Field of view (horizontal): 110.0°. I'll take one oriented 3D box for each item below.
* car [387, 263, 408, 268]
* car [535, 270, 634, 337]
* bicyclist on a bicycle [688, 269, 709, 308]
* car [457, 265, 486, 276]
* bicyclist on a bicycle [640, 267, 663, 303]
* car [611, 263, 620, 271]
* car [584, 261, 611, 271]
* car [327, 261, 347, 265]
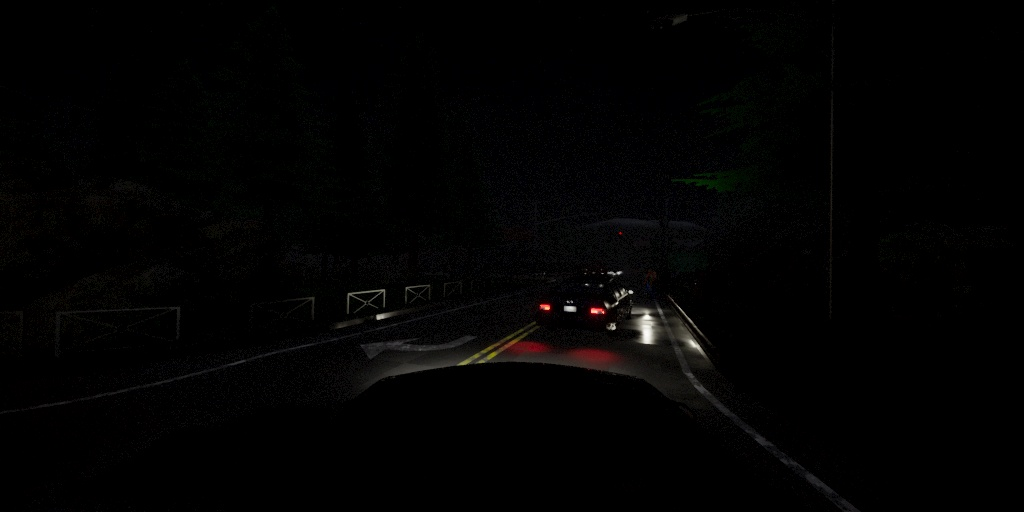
[{"bbox_3d":[-14.727,1.622,48.159,4.181,1.385,1.994,1,-1,20],"label":"car"},{"bbox_3d":[2.313,1.276,10.289,2.033,1.411,5.357,1,-1,24],"label":"car"},{"bbox_3d":[7.888,1.353,15.108,1.656,1.620,0.582,1,-1,-34],"label":"bicyclist on a bicycle"},{"bbox_3d":[-5.331,1.756,44.752,4.181,1.385,1.994,1,-1,20],"label":"car"},{"bbox_3d":[6.444,1.340,16.492,1.656,1.620,0.582,1,-1,-31],"label":"bicyclist on a bicycle"},{"bbox_3d":[16.803,2.208,61.066,2.033,1.411,5.357,1,-1,20],"label":"car"},{"bbox_3d":[9.678,1.539,41.112,2.150,2.045,5.566,-1,-2,19],"label":"car"},{"bbox_3d":[-24.495,1.470,51.998,5.357,1.411,2.033,1,-1,23],"label":"car"}]
